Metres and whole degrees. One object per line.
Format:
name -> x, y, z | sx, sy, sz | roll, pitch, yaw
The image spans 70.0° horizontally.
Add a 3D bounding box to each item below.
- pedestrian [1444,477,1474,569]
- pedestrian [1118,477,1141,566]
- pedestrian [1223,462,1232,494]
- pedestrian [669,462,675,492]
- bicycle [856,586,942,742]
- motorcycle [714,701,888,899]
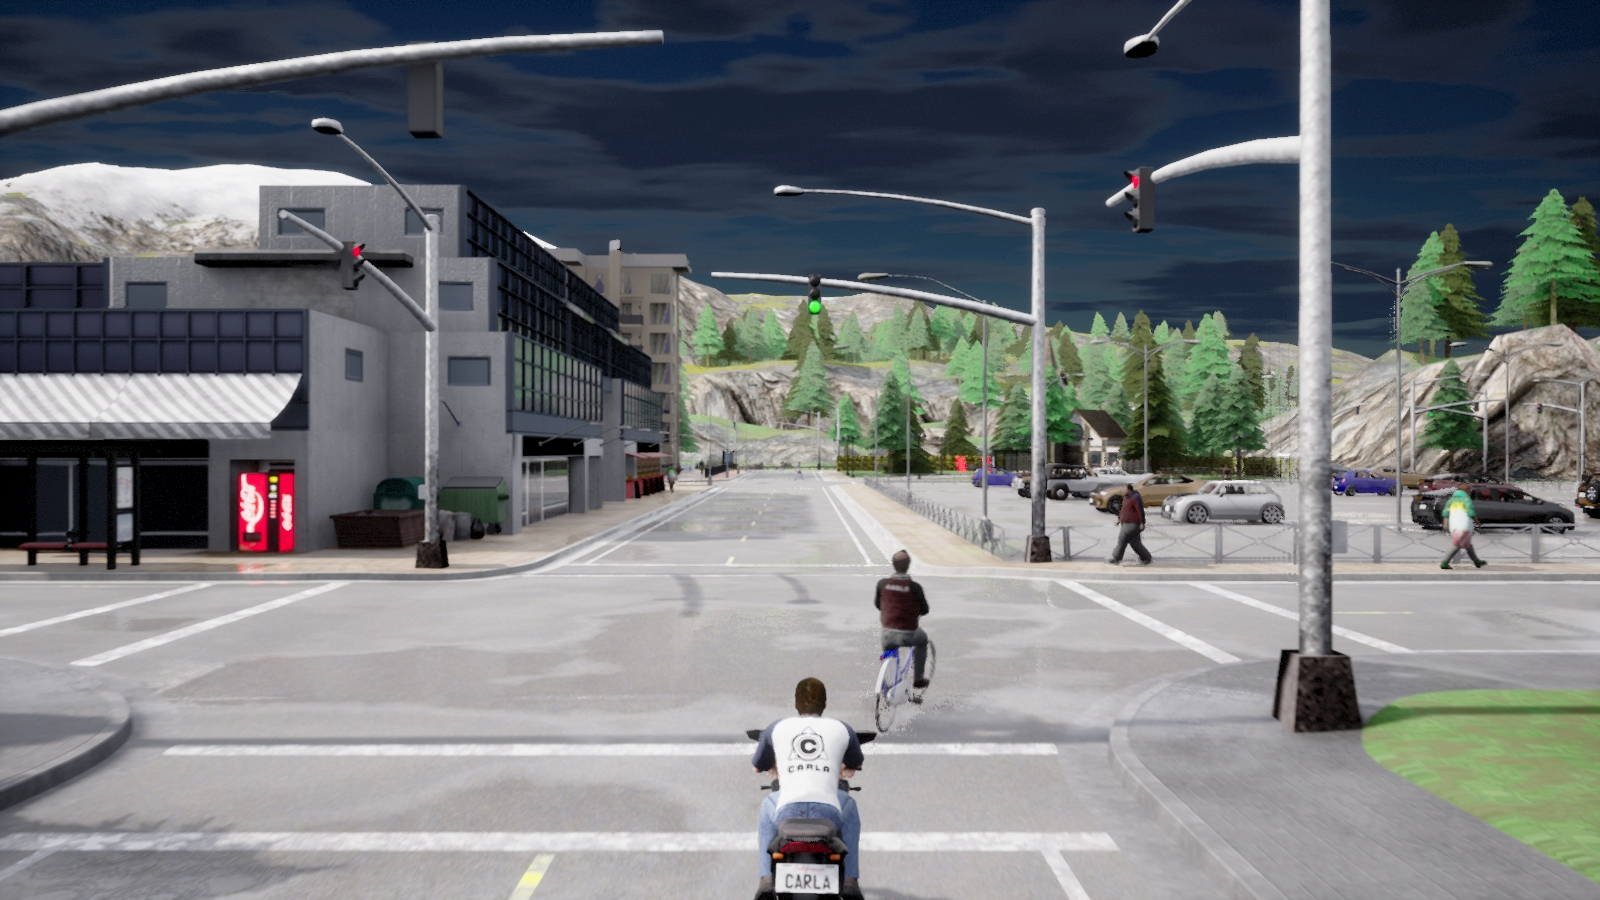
pedestrian -> 13.617, 1.500, 23.604 | 0.375, 1.860, 0.375 | 0, 0, -9
pedestrian -> 6.950, 1.499, 24.078 | 0.375, 1.860, 0.375 | 0, 0, -1
pedestrian -> 25.283, 1.649, 67.533 | 0.375, 1.860, 0.375 | 0, 0, -7
pedestrian -> -7.886, 1.672, 70.369 | 0.375, 1.860, 0.375 | 0, 0, -2
bicycle -> 1.051, 2.149, 11.809 | 0.329, 1.171, 1.835 | 4, 4, 21
motorcycle -> 0.025, 2.193, 6.332 | 0.803, 1.145, 2.033 | 1, 0, 1
